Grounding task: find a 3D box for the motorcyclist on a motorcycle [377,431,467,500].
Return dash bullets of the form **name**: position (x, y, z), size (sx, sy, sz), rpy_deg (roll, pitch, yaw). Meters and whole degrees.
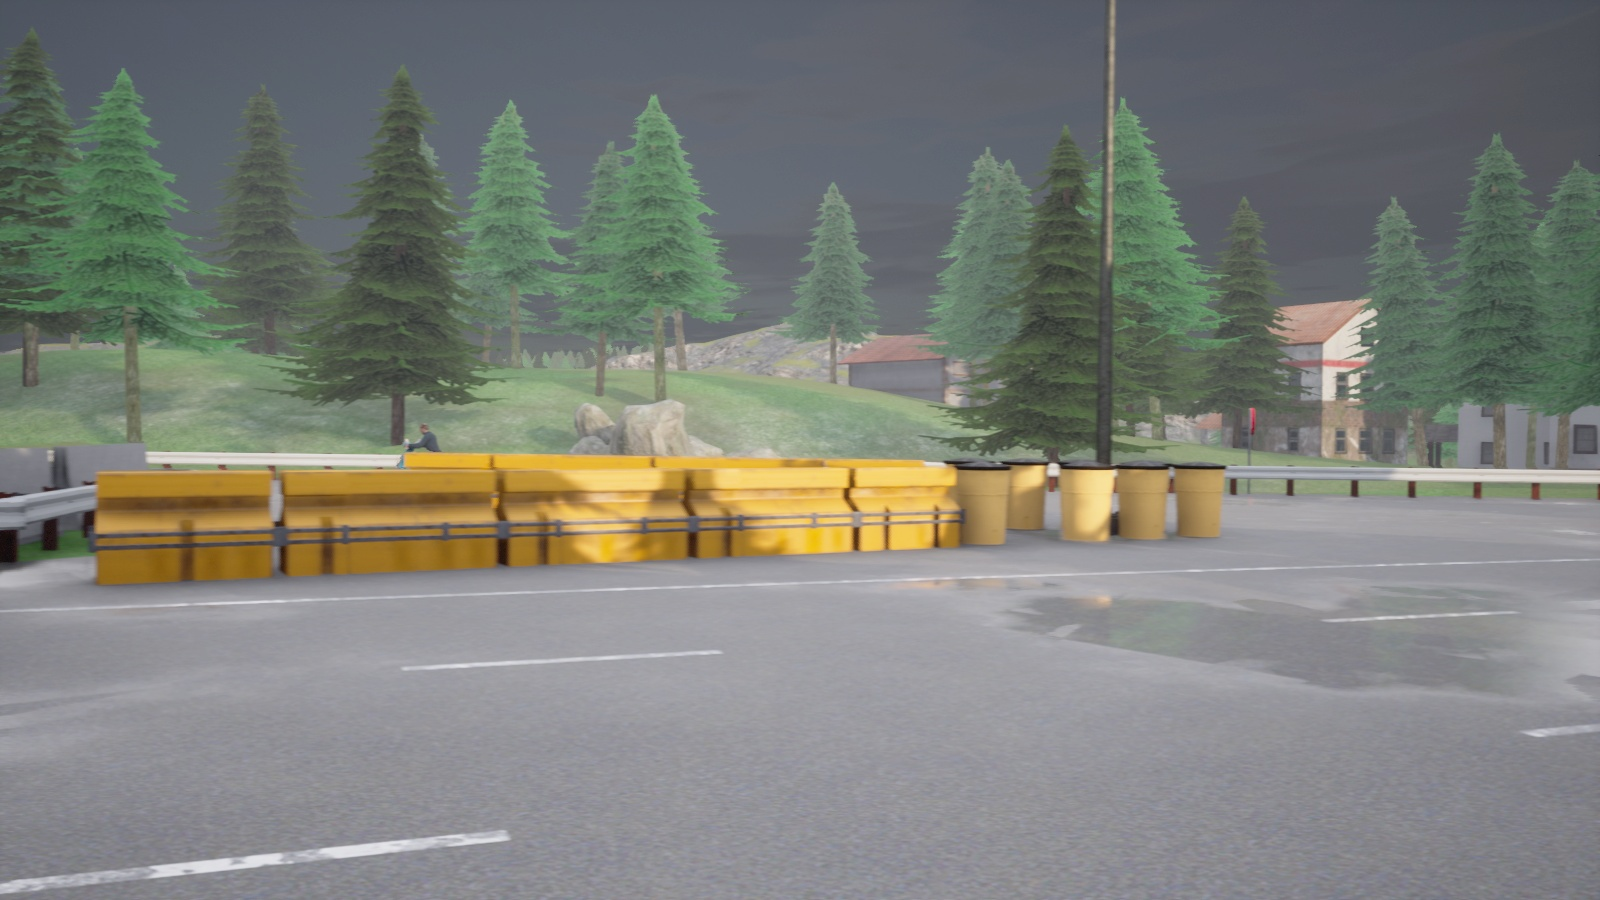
- **motorcyclist on a motorcycle**: position (-8.908, 0.358, 29.626), size (1.817, 1.590, 0.866), rpy_deg (-1, 1, 5)
